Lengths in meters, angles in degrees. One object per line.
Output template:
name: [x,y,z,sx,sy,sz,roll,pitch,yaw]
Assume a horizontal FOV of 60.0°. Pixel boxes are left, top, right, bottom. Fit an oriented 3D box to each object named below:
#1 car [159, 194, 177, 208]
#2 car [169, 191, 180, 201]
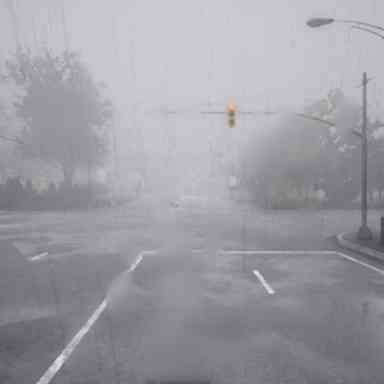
car: [-3.414,1.360,45.964,1.812,1.442,4.674,0,0,0]
car: [-3.699,0.760,71.131,2.150,2.045,5.566,0,1,-2]
